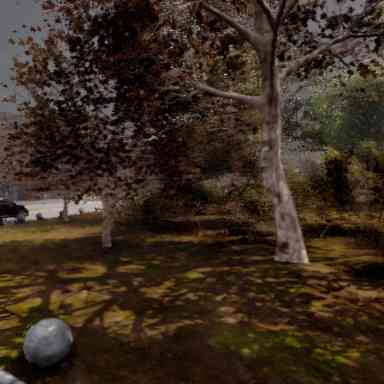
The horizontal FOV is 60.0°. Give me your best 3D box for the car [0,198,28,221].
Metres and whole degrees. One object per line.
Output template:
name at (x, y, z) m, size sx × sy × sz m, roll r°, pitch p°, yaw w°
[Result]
car at (-15.782, 1.485, 26.895) m, size 2.150 × 2.045 × 5.566 m, roll -2°, pitch 0°, yaw 9°
